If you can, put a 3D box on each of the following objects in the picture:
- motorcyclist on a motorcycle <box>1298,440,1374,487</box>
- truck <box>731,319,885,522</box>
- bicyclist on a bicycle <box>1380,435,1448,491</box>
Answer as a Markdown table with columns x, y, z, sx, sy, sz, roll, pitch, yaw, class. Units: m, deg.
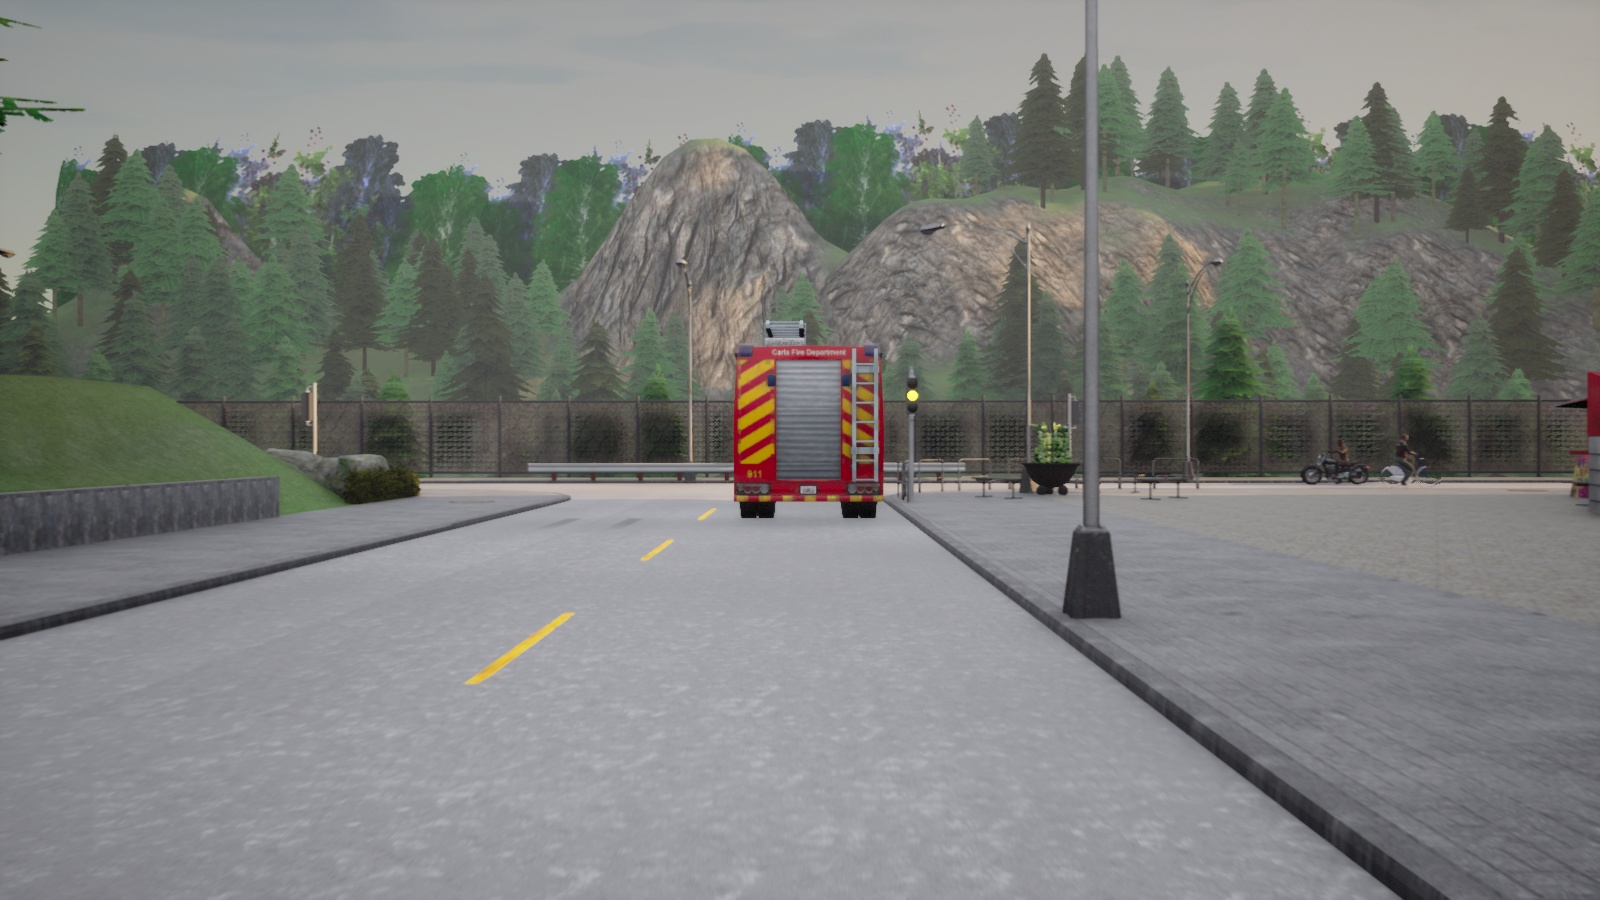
| x | y | z | sx | sy | sz | roll | pitch | yaw | class |
| --- | --- | --- | --- | --- | --- | --- | --- | --- | --- |
| 18.772 | 0.464 | 44.004 | 2.350 | 1.649 | 0.766 | 0 | 0 | 0 | motorcyclist on a motorcycle |
| 0.174 | -0.575 | 27.864 | 2.891 | 3.827 | 8.468 | 0 | 0 | 0 | truck |
| 19.557 | 0.407 | 39.992 | 1.843 | 1.776 | 0.659 | 0 | 0 | 0 | bicyclist on a bicycle |
